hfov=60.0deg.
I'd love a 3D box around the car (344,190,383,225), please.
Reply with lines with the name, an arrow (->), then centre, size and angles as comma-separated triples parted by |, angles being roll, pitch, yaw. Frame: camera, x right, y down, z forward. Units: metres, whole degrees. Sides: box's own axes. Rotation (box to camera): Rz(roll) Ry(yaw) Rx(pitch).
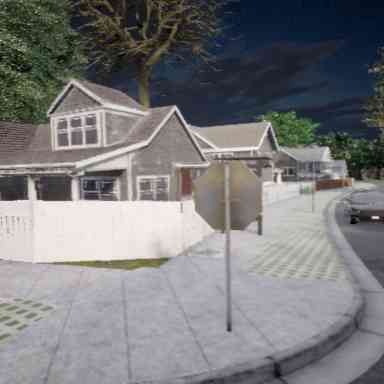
car -> 8.611, 0.683, 16.297 | 1.882, 1.535, 5.008 | 0, 3, 22
